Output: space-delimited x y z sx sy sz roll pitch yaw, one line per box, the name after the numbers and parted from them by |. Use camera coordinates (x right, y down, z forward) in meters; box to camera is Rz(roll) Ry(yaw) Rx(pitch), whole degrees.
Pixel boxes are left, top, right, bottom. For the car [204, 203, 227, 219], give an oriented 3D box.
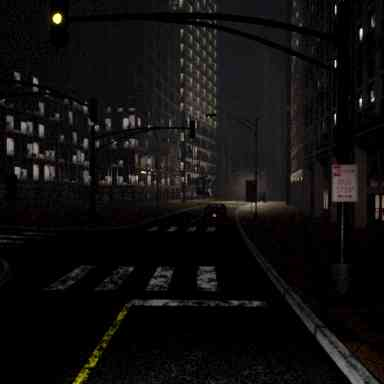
2.186 1.643 29.778 1.895 1.301 4.718 0 0 7 | car

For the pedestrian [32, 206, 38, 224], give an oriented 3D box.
-9.391 1.345 19.892 0.500 1.100 0.500 0 0 17 | pedestrian
